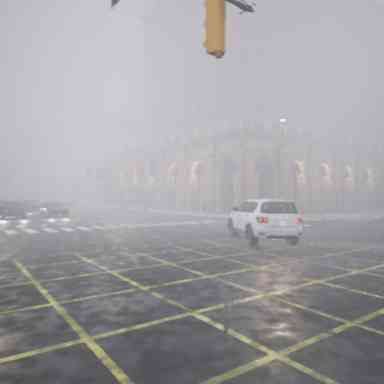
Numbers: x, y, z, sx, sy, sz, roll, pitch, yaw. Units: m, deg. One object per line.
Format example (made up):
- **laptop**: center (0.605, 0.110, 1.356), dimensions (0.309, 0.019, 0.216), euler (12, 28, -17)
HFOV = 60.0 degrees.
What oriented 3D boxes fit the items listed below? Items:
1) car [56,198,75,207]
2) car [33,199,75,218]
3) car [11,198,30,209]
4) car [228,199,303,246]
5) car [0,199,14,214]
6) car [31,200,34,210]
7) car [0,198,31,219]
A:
- **car**: center (-21.032, 1.754, 55.146), dimensions (1.895, 1.301, 4.718), euler (1, 0, -35)
- **car**: center (-13.251, 1.626, 31.749), dimensions (2.033, 1.411, 5.357), euler (1, 0, -36)
- **car**: center (-25.080, 1.608, 48.443), dimensions (1.812, 1.442, 4.674), euler (1, 0, -35)
- **car**: center (3.375, 1.342, 16.257), dimensions (2.150, 2.045, 5.566), euler (1, 0, -7)
- **car**: center (-21.676, 1.537, 37.506), dimensions (2.128, 1.511, 4.902), euler (1, 0, -35)
- **car**: center (-19.150, 1.627, 39.996), dimensions (2.033, 1.411, 5.357), euler (1, 0, -35)
- **car**: center (-16.118, 1.549, 29.751), dimensions (1.837, 1.490, 4.892), euler (1, 0, -36)
